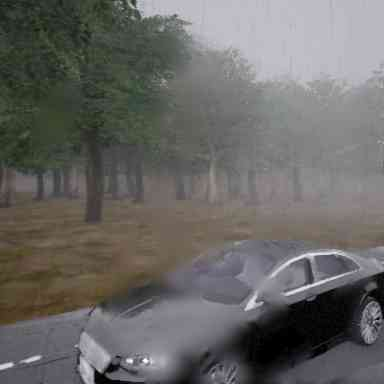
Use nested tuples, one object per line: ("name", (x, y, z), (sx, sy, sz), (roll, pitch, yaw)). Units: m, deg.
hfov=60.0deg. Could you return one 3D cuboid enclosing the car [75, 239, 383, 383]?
("car", (0.944, 1.493, 4.715), (4.902, 1.511, 2.128), (0, 0, -36))
